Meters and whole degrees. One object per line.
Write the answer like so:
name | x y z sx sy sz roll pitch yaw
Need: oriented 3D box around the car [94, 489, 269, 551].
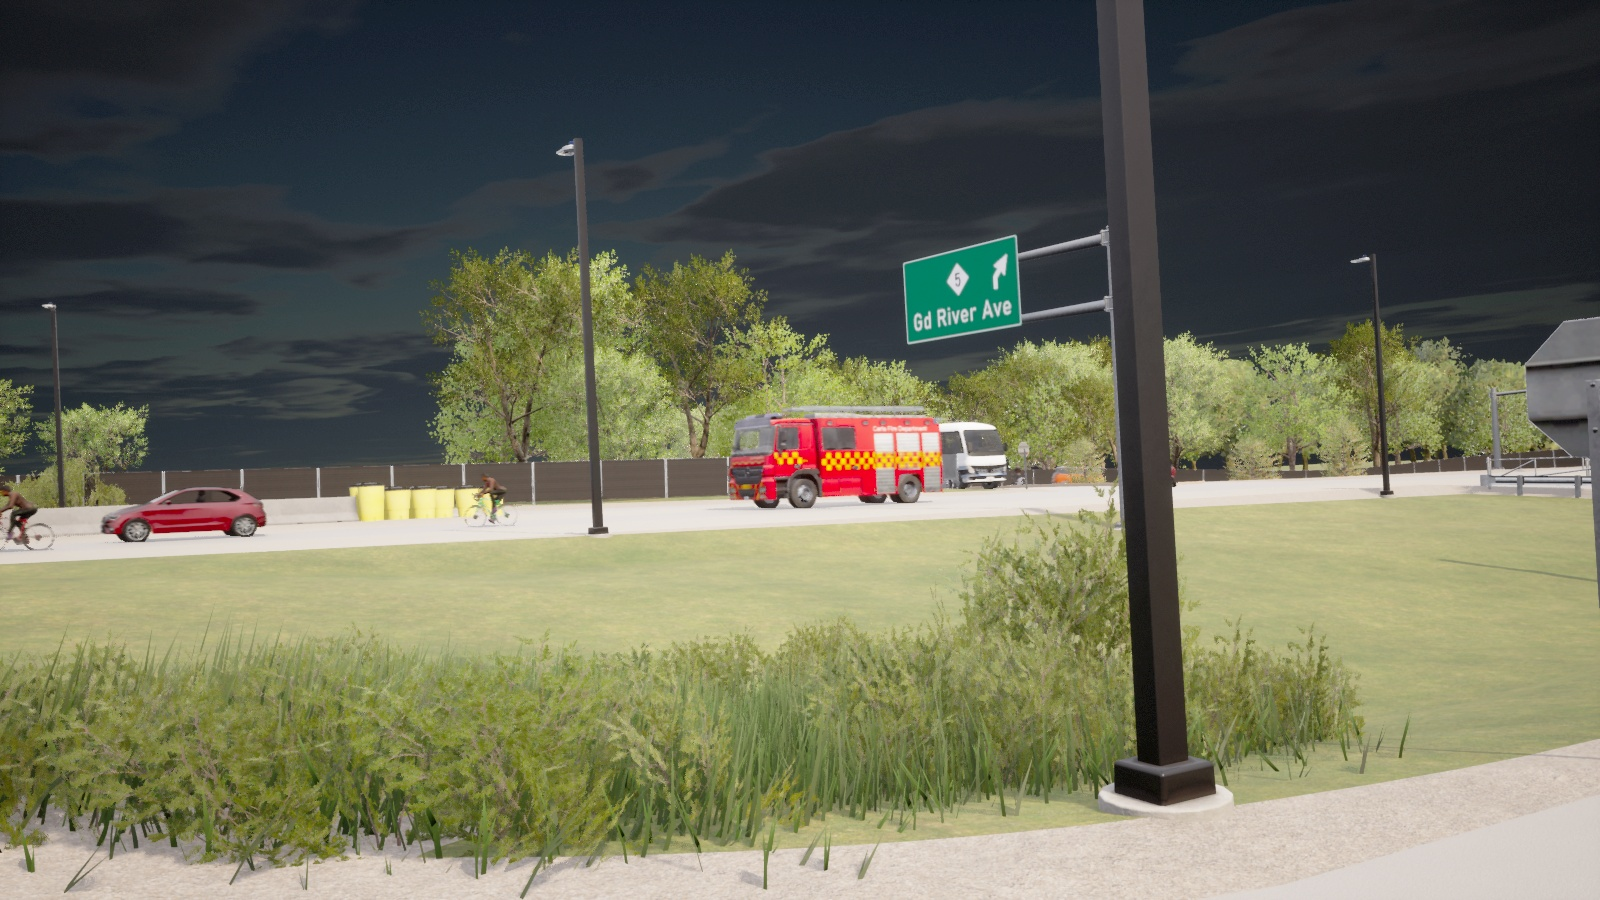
car | -17.476 1.951 35.556 4.193 1.474 1.816 -2 -2 -35

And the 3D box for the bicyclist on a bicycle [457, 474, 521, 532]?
bicyclist on a bicycle | -9.172 1.563 37.051 1.656 1.620 0.582 -2 -1 -35

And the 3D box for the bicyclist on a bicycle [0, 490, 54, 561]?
bicyclist on a bicycle | -18.985 1.828 30.265 1.656 1.620 0.582 -2 -1 -35

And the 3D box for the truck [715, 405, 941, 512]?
truck | 1.200 0.266 48.535 8.468 3.827 2.891 -2 -2 -34

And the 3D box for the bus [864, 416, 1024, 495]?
bus | 8.875 0.457 79.197 3.944 4.253 10.273 -2 -2 -35
